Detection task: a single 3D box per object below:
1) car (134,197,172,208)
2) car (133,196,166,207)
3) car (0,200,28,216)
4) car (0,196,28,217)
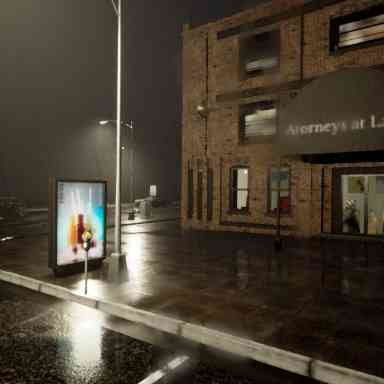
[{"bbox_3d":[-4.799,1.311,42.616,2.033,1.411,5.357,1,1,36],"label":"car"},{"bbox_3d":[-5.860,1.308,46.666,1.895,1.301,4.718,1,1,36],"label":"car"},{"bbox_3d":[-17.745,1.429,30.348,1.895,1.301,4.718,1,1,33],"label":"car"},{"bbox_3d":[-16.006,1.232,27.136,2.097,1.767,4.553,1,1,35],"label":"car"}]
